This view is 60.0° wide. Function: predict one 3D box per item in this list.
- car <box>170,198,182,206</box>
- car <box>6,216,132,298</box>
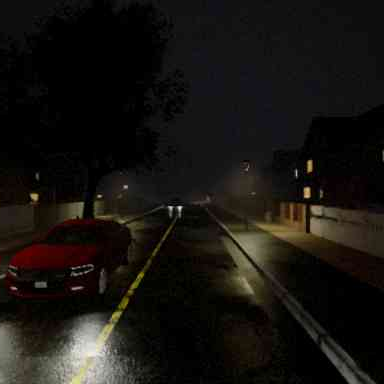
[{"bbox_3d":[-2.738,1.687,56.704,1.812,1.442,4.674,0,0,0],"label":"car"},{"bbox_3d":[-2.847,1.474,8.767,1.882,1.535,5.008,0,0,0],"label":"car"}]
